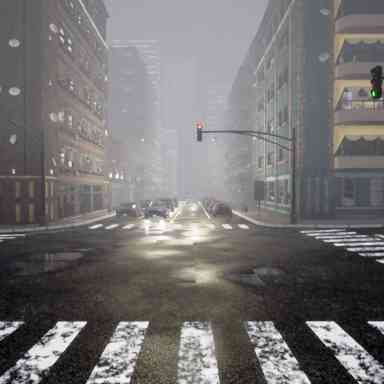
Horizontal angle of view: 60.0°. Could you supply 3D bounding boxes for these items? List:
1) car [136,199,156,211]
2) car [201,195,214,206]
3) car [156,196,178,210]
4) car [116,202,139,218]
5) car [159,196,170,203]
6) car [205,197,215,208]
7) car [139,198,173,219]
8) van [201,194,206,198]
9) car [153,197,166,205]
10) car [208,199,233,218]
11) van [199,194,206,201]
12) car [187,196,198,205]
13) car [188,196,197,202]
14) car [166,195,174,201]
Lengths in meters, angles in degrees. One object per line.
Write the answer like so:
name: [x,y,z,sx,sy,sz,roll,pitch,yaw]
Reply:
car: [-5.670,1.573,41.341,1.947,1.339,4.313,0,0,0]
car: [2.714,1.554,46.847,1.887,1.381,4.507,0,0,0]
car: [-3.072,1.511,39.918,1.837,1.490,4.892,0,0,0]
car: [-5.677,1.568,30.294,1.947,1.339,4.313,0,0,0]
car: [-5.653,1.605,68.959,1.802,1.307,4.206,0,0,0]
car: [2.707,1.570,35.800,1.947,1.339,4.313,0,0,0]
car: [-3.082,1.550,29.800,2.033,1.411,5.357,0,0,0]
van: [2.716,1.354,52.370,1.690,1.788,3.998,0,0,0]
car: [-5.660,1.561,57.912,1.887,1.381,4.507,0,0,0]
car: [2.704,1.584,30.277,1.802,1.307,4.206,0,0,0]
van: [2.736,1.379,85.512,1.690,1.788,3.998,-1,0,0]
car: [0.038,1.543,59.734,1.812,1.442,4.674,0,0,0]
car: [0.045,1.452,69.770,1.895,1.301,4.718,0,0,0]
car: [-5.643,1.563,85.359,1.752,1.417,4.829,0,0,0]
